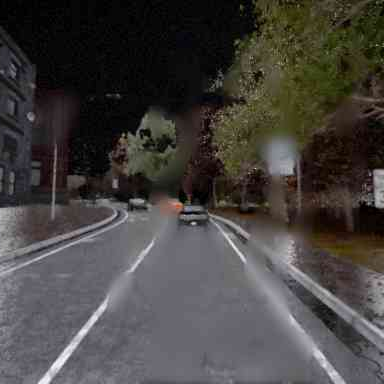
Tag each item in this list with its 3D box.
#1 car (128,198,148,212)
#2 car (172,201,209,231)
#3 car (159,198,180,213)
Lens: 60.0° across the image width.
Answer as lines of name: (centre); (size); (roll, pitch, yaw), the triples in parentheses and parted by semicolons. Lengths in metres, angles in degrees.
car: (-6.260, 1.467, 38.290); (1.882, 1.535, 5.008); (2, 0, -17)
car: (0.027, 1.533, 20.892); (2.128, 1.511, 4.902); (0, 0, -1)
car: (-2.472, 1.446, 38.293); (2.097, 1.767, 4.553); (2, 0, -15)
